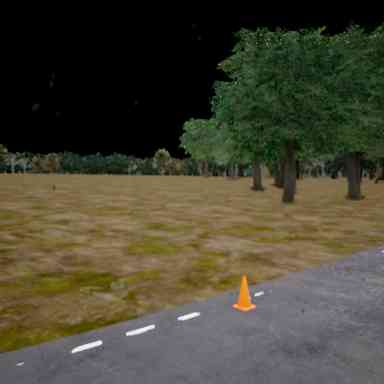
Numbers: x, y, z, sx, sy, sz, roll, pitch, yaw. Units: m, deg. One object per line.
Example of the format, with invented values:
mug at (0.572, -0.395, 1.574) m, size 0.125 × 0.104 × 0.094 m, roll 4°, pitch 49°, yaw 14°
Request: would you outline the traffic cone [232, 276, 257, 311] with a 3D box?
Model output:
traffic cone at (1.005, 1.906, 6.367) m, size 0.340 × 0.580 × 0.340 m, roll -1°, pitch 1°, yaw -39°
